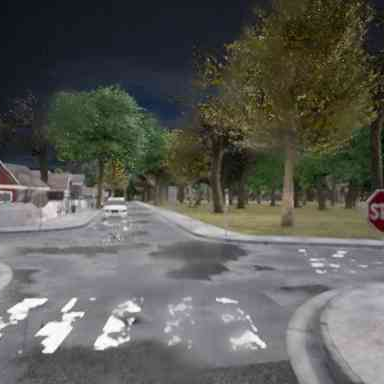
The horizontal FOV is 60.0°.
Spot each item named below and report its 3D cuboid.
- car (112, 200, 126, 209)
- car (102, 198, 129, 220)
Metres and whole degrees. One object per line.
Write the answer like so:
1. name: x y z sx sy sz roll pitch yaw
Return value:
1. car: -12.304 2.081 56.415 2.128 1.511 4.902 0 -1 -11
2. car: -7.400 1.629 32.289 2.150 2.045 5.566 0 1 -11
